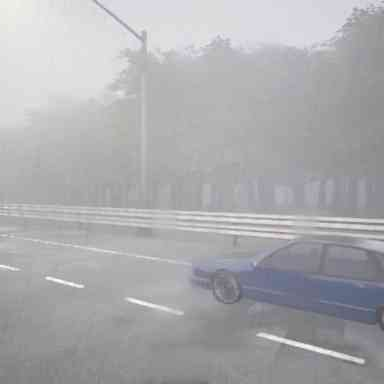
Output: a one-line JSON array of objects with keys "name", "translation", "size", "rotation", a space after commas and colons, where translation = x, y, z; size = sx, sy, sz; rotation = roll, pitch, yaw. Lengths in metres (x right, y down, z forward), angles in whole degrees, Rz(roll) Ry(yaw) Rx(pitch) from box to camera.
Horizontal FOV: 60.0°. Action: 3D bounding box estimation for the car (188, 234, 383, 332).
[{"name": "car", "translation": [2.528, 1.549, 6.364], "size": [5.357, 1.411, 2.033], "rotation": [0, 0, 36]}]
